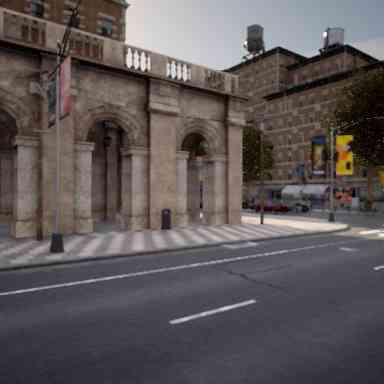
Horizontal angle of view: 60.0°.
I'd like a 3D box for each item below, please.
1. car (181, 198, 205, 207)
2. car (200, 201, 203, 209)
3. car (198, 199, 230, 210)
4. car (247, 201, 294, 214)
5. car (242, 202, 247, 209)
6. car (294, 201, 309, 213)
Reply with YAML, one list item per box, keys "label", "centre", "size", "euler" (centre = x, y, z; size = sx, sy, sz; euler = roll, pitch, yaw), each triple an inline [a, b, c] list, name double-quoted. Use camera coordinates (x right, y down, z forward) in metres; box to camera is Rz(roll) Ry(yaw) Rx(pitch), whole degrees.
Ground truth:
- label: "car"
  centre: [0.114, 1.776, 57.682]
  size: [1.812, 1.442, 4.674]
  euler: [1, 0, -36]
- label: "car"
  centre: [0.568, 1.796, 45.629]
  size: [1.895, 1.301, 4.718]
  euler: [1, 0, -36]
- label: "car"
  centre: [3.117, 1.729, 47.483]
  size: [1.837, 1.490, 4.892]
  euler: [1, 0, -36]
- label: "car"
  centre: [9.107, 1.825, 39.145]
  size: [1.895, 1.301, 4.718]
  euler: [1, 0, -36]
- label: "car"
  centre: [6.458, 1.815, 48.839]
  size: [1.994, 1.385, 4.181]
  euler: [1, 0, -35]
- label: "car"
  centre: [12.206, 1.815, 40.832]
  size: [1.994, 1.385, 4.181]
  euler: [1, 0, -36]
